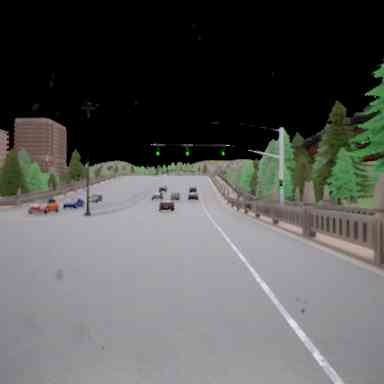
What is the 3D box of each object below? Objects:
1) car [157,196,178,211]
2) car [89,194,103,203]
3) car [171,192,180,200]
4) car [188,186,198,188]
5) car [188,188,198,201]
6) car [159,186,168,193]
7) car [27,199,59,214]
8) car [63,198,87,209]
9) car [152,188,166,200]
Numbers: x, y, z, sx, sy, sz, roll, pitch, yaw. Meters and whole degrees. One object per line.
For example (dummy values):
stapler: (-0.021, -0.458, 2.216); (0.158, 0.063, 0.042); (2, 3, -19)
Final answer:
car: (-3.357, 1.753, 45.518); (1.882, 1.535, 5.008); (0, 1, 0)
car: (-17.454, 1.158, 59.770); (2.128, 1.511, 4.902); (0, 4, 1)
car: (-3.263, 0.722, 65.514); (2.033, 1.411, 5.357); (0, 6, 0)
car: (0.216, -0.709, 77.586); (1.837, 1.490, 4.892); (0, 7, 0)
car: (0.233, 0.723, 64.704); (1.882, 1.535, 5.008); (0, 5, 0)
car: (-6.782, -0.758, 78.045); (1.837, 1.490, 4.892); (0, 7, 0)
car: (-17.539, 1.626, 39.410); (2.097, 1.767, 4.553); (0, 0, 0)
car: (-17.514, 1.669, 49.428); (1.882, 1.535, 5.008); (0, 2, 0)
car: (-6.773, 0.698, 65.529); (1.812, 1.442, 4.674); (0, 6, 0)
